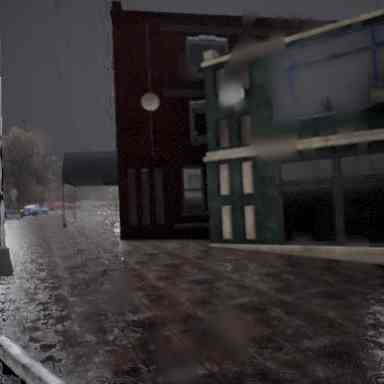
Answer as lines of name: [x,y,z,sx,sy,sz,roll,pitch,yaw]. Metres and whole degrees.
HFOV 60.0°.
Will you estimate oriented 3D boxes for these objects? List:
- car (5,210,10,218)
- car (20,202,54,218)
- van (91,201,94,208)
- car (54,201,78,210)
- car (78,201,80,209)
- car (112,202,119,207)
car: [-21.943,2.280,36.406,2.097,1.535,5.008,-2,0,-2]
car: [-18.376,2.163,39.004,1.812,1.442,4.674,-3,0,-2]
van: [-29.564,3.454,89.382,4.442,1.987,1.878,-3,-1,-20]
car: [-29.310,3.096,74.726,5.566,2.045,2.435,-3,-2,-21]
car: [-29.370,3.443,77.636,4.792,1.488,2.163,-3,-1,-21]
car: [-11.403,2.217,60.244,4.892,1.521,2.231,-1,-2,-21]
